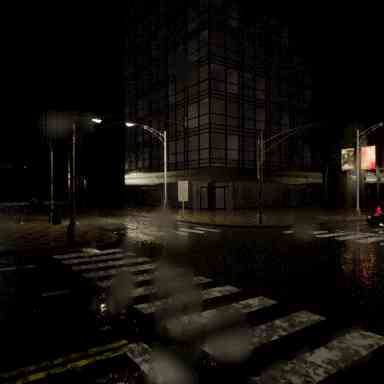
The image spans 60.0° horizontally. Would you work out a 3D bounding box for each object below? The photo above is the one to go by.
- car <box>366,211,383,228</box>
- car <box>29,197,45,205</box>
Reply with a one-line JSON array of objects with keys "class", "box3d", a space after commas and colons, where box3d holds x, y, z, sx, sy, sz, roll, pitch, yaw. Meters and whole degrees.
[{"class": "car", "box3d": [12.949, 1.606, 20.809, 4.718, 1.301, 1.895, 0, 0, -35]}, {"class": "car", "box3d": [-28.678, 1.691, 61.458, 2.033, 1.411, 5.357, 0, 0, -36]}]
